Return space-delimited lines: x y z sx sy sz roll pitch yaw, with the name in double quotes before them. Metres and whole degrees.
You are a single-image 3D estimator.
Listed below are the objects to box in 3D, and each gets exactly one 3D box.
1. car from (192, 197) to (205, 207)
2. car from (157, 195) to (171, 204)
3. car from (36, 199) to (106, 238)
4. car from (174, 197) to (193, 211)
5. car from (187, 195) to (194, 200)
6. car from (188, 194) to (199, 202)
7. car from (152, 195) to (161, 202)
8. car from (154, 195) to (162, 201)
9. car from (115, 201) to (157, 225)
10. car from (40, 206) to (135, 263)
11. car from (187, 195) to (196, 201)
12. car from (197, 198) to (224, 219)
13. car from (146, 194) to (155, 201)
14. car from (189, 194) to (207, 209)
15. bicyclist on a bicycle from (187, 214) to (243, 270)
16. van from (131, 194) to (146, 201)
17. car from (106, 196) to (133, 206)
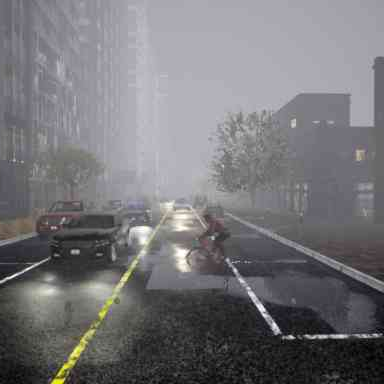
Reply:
"car" 0.958 1.507 51.977 1.752 1.417 4.829 -1 0 -2
"car" -5.176 1.482 63.834 1.837 1.490 4.892 0 0 -1
"car" -6.359 1.309 17.611 2.192 1.841 5.009 -1 0 -2
"car" -1.222 1.588 39.659 1.895 1.301 4.718 0 0 -2
"car" -0.357 1.549 90.526 1.802 1.307 4.206 -1 0 -2
"car" 0.205 1.289 73.932 2.192 1.841 5.009 -1 0 -2
"car" -8.351 1.497 79.019 1.752 1.417 4.829 -1 0 -2
"car" -8.540 1.494 84.550 1.752 1.417 4.829 -1 0 -2
"car" -3.844 1.556 23.483 1.994 1.385 4.181 0 0 -2
"car" -3.459 1.474 12.123 1.882 1.535 5.008 0 0 -2
"car" -0.169 1.535 84.994 1.947 1.339 4.313 -1 0 -2
"car" 1.756 1.542 28.947 2.008 1.369 4.403 -1 0 -2
"car" -7.415 1.297 51.530 2.192 1.841 5.009 -1 0 -2
"car" 1.149 1.299 46.275 2.192 1.841 5.009 -1 0 -2
"bicyclist on a bicycle" 0.649 1.448 9.602 1.656 1.620 0.582 -2 0 -2
"van" -7.037 1.328 40.468 1.690 1.788 3.998 -1 0 -2
"car" -6.645 1.431 28.677 1.967 1.590 4.097 -1 0 -2
